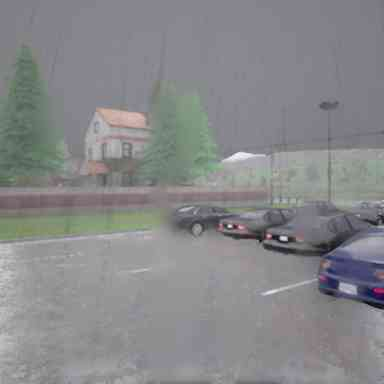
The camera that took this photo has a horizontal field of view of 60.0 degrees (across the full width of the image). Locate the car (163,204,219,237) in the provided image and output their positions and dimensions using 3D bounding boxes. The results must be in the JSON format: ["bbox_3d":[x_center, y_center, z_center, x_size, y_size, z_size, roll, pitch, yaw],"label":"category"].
[{"bbox_3d":[0.850,1.369,17.239,4.892,1.490,1.837,0,0,-35],"label":"car"}]

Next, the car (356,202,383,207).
[{"bbox_3d":[11.082,1.295,20.219,4.181,1.385,1.994,-1,1,-35],"label":"car"}]

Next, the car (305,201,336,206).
[{"bbox_3d":[8.578,1.288,22.728,5.357,1.411,2.033,-1,1,-35],"label":"car"}]

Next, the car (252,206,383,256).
[{"bbox_3d":[4.802,1.412,11.452,5.357,1.411,2.033,-1,1,-35],"label":"car"}]

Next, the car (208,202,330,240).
[{"bbox_3d":[3.578,1.400,14.877,5.357,1.411,2.033,-1,0,-36],"label":"car"}]

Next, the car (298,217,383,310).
[{"bbox_3d":[4.511,1.426,6.949,4.674,1.442,1.812,-1,1,-35],"label":"car"}]
